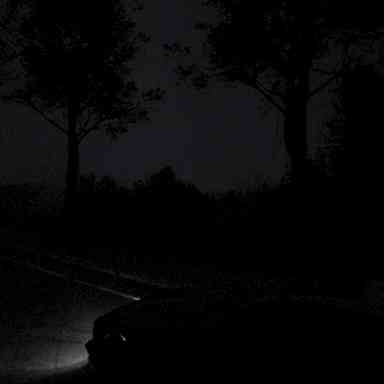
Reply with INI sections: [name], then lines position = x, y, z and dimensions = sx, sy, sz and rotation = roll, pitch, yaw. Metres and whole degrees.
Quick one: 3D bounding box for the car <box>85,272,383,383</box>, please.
[car]
position = 1.322, 1.556, 3.110
dimensions = 5.357, 1.411, 2.033
rotation = 0, 0, 37
